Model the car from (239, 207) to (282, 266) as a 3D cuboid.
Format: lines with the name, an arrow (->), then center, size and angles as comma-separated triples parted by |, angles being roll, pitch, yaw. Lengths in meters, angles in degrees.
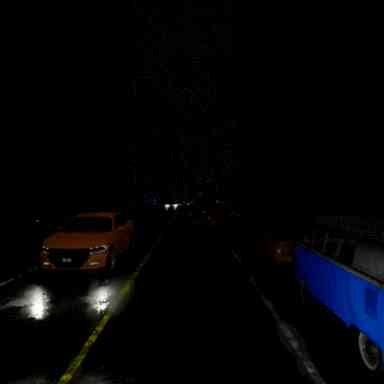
car -> 2.861, 1.448, 11.025 | 1.752, 1.417, 4.829 | 0, 0, 0

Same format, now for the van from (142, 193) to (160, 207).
van -> -5.662, 1.013, 44.707 | 1.690, 1.788, 3.998 | 0, 0, 0

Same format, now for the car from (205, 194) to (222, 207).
car -> 2.863, 1.112, 44.691 | 1.967, 1.590, 4.097 | 0, 0, 0

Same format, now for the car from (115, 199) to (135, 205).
car -> -5.665, 1.321, 27.584 | 1.752, 1.417, 4.829 | 0, 1, 1

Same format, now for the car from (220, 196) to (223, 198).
car -> 2.862, 1.150, 39.053 | 1.967, 1.590, 4.097 | 0, 0, 0

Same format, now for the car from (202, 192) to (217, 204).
car -> 2.863, 0.919, 55.970 | 2.192, 1.841, 5.009 | 0, 0, 0

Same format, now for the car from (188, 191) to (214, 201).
car -> 0.902, 1.080, 36.418 | 2.097, 1.767, 4.553 | 0, 0, 0

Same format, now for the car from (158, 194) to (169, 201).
car -> -5.661, 1.087, 67.263 | 1.887, 1.381, 4.507 | 0, 0, 0

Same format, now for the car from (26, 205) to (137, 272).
car -> -3.099, 1.402, 10.745 | 1.882, 1.535, 5.008 | 0, 0, 0

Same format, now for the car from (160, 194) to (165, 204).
car -> -5.663, 1.202, 50.347 | 1.947, 1.339, 4.313 | 0, 0, 0

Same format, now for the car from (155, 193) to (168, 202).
car -> -5.662, 1.013, 61.624 | 1.967, 1.590, 4.097 | 0, 0, 0

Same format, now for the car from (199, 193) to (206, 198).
car -> 2.865, 1.009, 89.808 | 1.802, 1.307, 4.206 | 0, 0, 0

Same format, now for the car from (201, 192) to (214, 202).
car -> 2.864, 0.888, 61.609 | 2.192, 1.841, 5.009 | 0, 0, 0

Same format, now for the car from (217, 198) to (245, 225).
car -> 2.868, 1.361, 22.338 | 1.752, 1.417, 4.829 | 0, 1, 1

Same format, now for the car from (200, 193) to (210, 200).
car -> 2.865, 0.952, 72.889 | 1.967, 1.590, 4.097 | 0, 0, 0

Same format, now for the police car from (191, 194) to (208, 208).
police car -> 0.903, 1.111, 42.558 | 1.930, 1.638, 5.238 | 0, 0, 0

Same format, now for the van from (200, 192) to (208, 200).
van -> 2.865, 0.823, 78.528 | 1.690, 1.788, 3.998 | 0, 0, 0

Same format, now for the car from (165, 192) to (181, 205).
car -> -3.075, 1.180, 50.998 | 2.033, 1.411, 5.357 | 0, 0, 0

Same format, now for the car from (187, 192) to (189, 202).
car -> 0.007, 1.109, 59.782 | 1.812, 1.442, 4.674 | 0, 0, 0

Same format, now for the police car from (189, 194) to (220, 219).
police car -> 0.902, 1.229, 26.557 | 1.930, 1.638, 5.238 | 0, 0, 0

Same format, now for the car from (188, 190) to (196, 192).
car -> 0.006, 0.541, 75.354 | 2.150, 2.045, 5.566 | 0, 0, 0

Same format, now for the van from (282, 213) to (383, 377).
van -> 2.860, 1.306, 5.212 | 1.690, 1.788, 3.998 | 0, 0, 0

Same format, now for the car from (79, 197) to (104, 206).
car -> -5.665, 1.197, 16.515 | 2.192, 1.841, 5.009 | 0, 0, 0

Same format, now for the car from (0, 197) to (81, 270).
car -> -5.665, 1.239, 10.875 | 2.192, 1.841, 5.009 | 0, 0, 0
